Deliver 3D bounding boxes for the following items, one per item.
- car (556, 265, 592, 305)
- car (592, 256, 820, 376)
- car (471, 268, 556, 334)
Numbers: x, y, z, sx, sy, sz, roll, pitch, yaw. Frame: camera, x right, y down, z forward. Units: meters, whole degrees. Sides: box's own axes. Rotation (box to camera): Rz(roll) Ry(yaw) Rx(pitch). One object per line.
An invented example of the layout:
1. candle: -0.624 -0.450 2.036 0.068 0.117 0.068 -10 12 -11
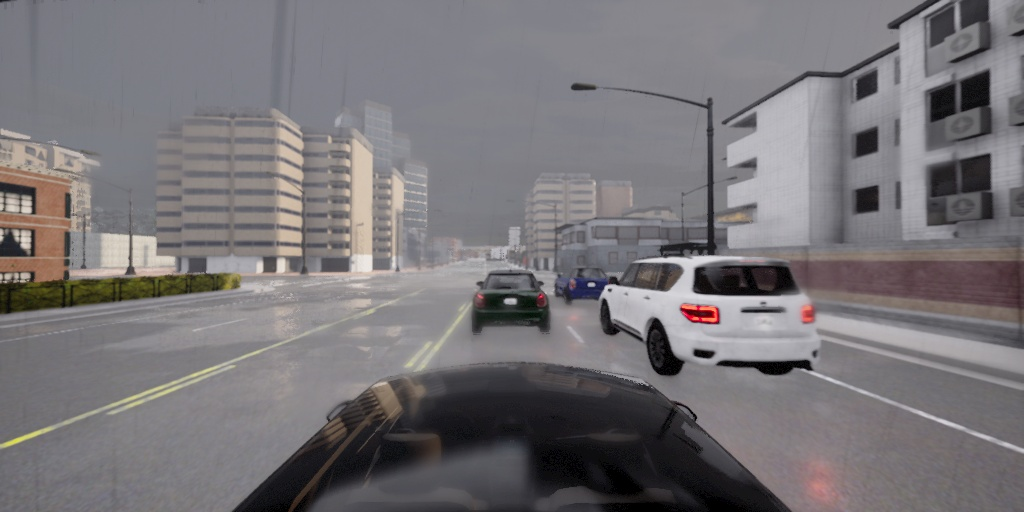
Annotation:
1. car: 3.325 1.258 17.313 2.097 1.767 4.553 0 -1 -1
2. car: 3.520 1.030 7.726 2.150 2.045 5.566 0 -1 -1
3. car: -0.048 1.197 11.188 2.097 1.767 4.553 0 -1 -1
